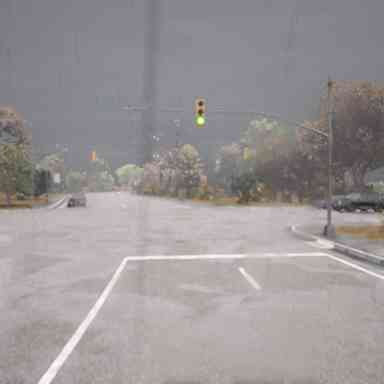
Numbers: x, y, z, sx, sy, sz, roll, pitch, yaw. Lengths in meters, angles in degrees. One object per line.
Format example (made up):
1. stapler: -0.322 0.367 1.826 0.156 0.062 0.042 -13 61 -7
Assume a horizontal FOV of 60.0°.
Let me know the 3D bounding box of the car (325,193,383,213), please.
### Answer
1. car: 16.840 1.069 33.633 5.566 2.045 2.150 2 1 -15

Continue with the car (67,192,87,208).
1. car: -13.185 1.063 38.179 1.994 1.385 4.181 0 1 -16

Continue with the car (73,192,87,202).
1. car: -18.274 0.775 54.206 1.994 1.385 4.181 0 1 -19

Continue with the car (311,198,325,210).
1. car: 15.616 1.130 36.926 4.553 1.767 2.097 2 1 -15

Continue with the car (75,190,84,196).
1. car: -26.804 0.225 79.339 2.033 1.411 5.357 0 1 -19
